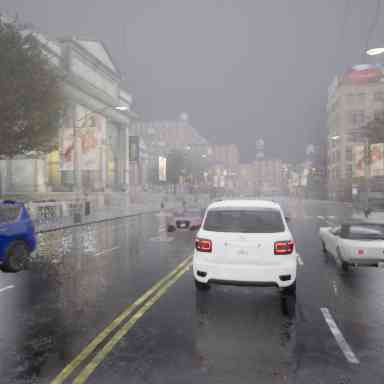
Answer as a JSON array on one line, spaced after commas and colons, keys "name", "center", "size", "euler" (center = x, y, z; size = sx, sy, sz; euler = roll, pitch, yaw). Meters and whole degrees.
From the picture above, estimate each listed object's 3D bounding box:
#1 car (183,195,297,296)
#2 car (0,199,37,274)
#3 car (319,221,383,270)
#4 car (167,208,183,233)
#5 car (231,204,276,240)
[{"name": "car", "center": [1.469, 1.221, 8.964], "size": [2.150, 2.045, 5.566], "euler": [0, 0, 11]}, {"name": "car", "center": [-6.115, 1.222, 7.879], "size": [2.150, 2.045, 5.566], "euler": [0, 0, 11]}, {"name": "car", "center": [5.435, 1.601, 10.784], "size": [1.895, 1.301, 4.718], "euler": [0, 0, 11]}, {"name": "car", "center": [-0.046, 1.564, 19.306], "size": [1.994, 1.385, 4.181], "euler": [0, 0, 13]}, {"name": "car", "center": [3.436, 1.492, 18.269], "size": [2.128, 1.511, 4.902], "euler": [0, 0, 12]}]
